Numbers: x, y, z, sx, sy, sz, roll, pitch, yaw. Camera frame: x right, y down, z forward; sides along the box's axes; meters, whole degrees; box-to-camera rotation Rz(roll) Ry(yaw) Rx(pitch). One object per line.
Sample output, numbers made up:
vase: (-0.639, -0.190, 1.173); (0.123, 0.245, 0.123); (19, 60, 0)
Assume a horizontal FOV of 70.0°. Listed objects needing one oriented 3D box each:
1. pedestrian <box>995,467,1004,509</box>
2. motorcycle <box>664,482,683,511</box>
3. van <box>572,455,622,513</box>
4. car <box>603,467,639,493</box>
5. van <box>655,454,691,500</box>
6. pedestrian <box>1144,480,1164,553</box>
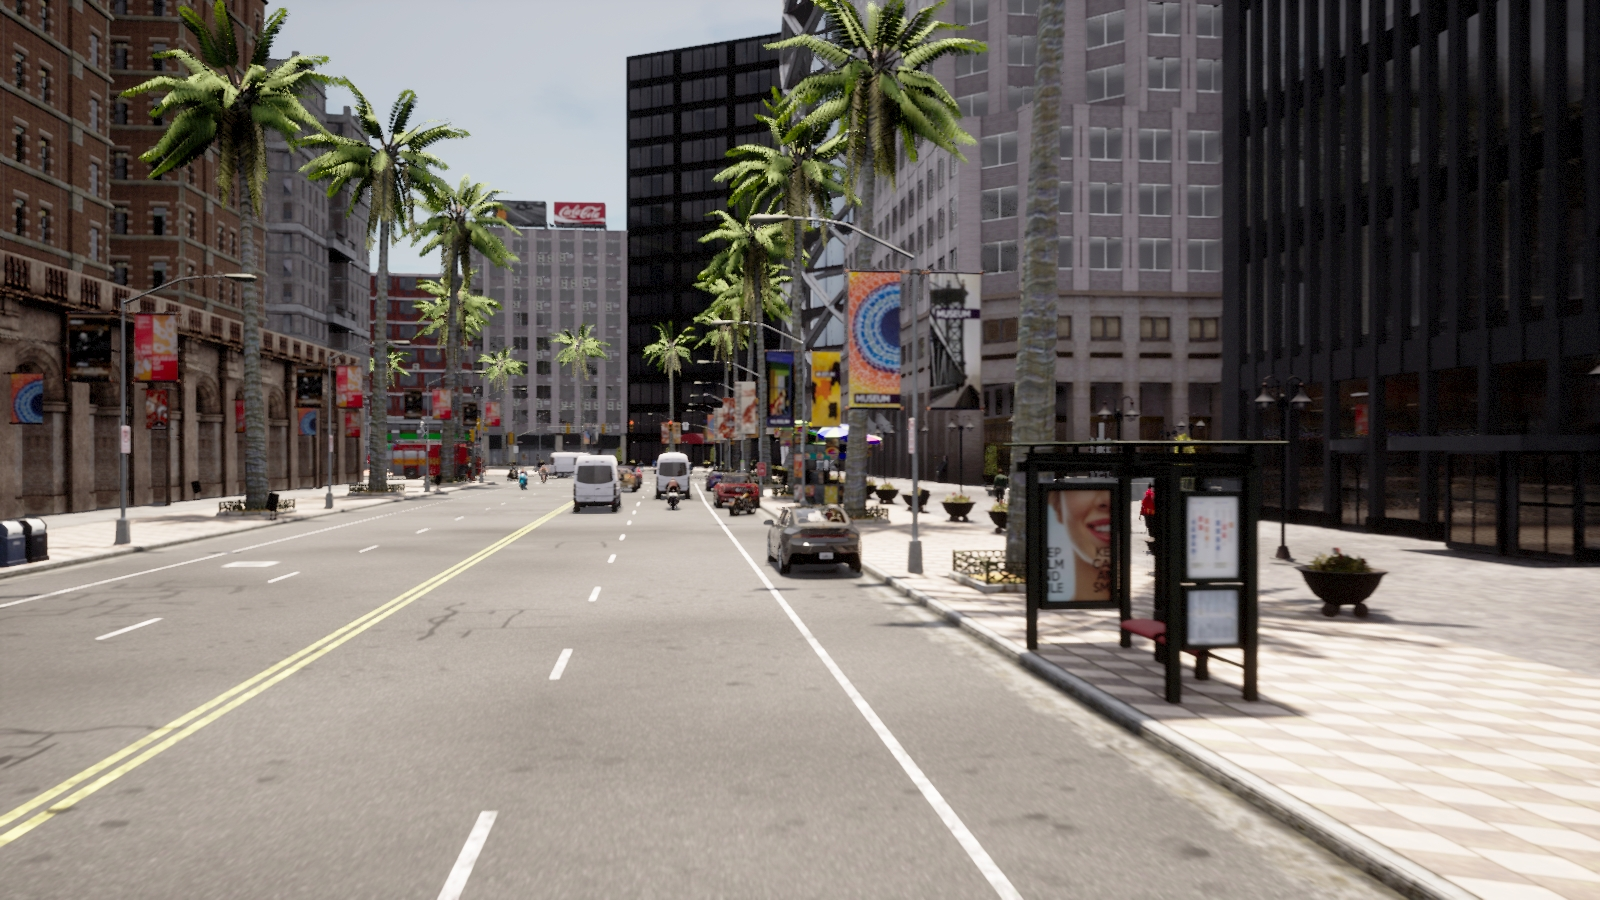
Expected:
pedestrian: (8.886, 1.706, 50.841); (0.375, 1.860, 0.375); (0, 0, 5)
motorcycle: (-6.056, 2.206, 54.539); (0.867, 1.251, 2.209); (0, 0, -7)
van: (-9.511, 1.536, 53.891); (1.988, 2.561, 5.915); (0, 0, -7)
car: (-12.017, 1.994, 76.846); (2.152, 1.651, 5.027); (0, 0, -6)
van: (-7.501, 1.536, 67.526); (1.988, 2.561, 5.915); (0, 0, -6)
pedestrian: (9.078, 1.699, 29.285); (0.375, 1.860, 0.375); (0, 0, -3)
